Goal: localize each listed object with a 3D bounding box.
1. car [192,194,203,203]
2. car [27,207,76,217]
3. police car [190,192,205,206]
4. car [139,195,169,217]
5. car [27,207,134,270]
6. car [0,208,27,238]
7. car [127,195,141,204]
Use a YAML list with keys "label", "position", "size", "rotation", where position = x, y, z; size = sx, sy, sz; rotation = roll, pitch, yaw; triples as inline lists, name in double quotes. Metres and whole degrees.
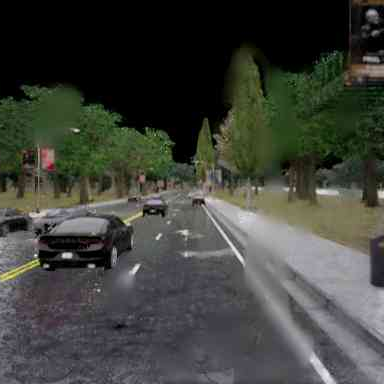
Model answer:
- label: "car"
  position: [0.974, 1.158, 59.186]
  size: [1.837, 1.490, 4.892]
  rotation: [0, 1, 0]
- label: "car"
  position: [-6.599, 1.495, 17.614]
  size: [1.994, 1.385, 4.181]
  rotation: [0, 0, 0]
- label: "police car"
  position: [0.974, 1.164, 49.295]
  size: [1.930, 1.638, 5.238]
  rotation: [0, 0, 0]
- label: "car"
  position: [-3.150, 1.351, 29.254]
  size: [1.882, 1.535, 5.008]
  rotation: [0, 0, 0]
- label: "car"
  position: [-3.151, 1.440, 10.867]
  size: [1.882, 1.535, 5.008]
  rotation: [0, 0, 0]
- label: "car"
  position: [-9.849, 1.498, 16.941]
  size: [1.994, 1.385, 4.181]
  rotation: [0, 0, 0]
- label: "car"
  position: [-9.796, 1.216, 57.382]
  size: [2.033, 1.411, 5.357]
  rotation: [0, 1, 1]
